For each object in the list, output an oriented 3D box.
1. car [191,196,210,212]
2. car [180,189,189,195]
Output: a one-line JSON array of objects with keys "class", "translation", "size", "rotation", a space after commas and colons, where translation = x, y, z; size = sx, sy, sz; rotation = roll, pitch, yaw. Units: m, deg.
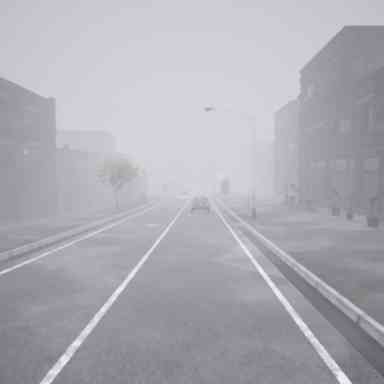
[{"class": "car", "translation": [0.820, 1.134, 32.298], "size": [2.033, 1.411, 5.357], "rotation": [0, 1, 1]}, {"class": "car", "translation": [-1.753, -0.051, 74.560], "size": [1.895, 1.301, 4.718], "rotation": [0, 2, 1]}]
